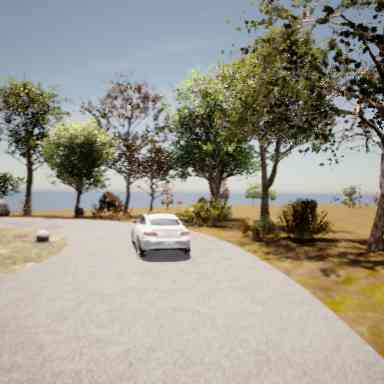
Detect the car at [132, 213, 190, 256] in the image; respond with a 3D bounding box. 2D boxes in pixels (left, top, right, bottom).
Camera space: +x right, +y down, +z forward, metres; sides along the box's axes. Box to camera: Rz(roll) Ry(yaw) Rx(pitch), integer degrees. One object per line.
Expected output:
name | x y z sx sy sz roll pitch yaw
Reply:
car | -1.331 1.558 13.222 1.812 1.442 4.674 1 0 -15
